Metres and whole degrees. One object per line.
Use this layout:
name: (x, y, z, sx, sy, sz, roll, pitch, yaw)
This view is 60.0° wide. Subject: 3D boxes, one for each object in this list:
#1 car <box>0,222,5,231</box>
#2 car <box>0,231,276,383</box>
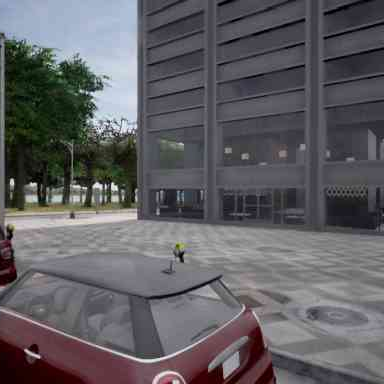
car: (-5.686, 1.313, 7.010, 5.009, 1.841, 2.192, 0, 0, 35)
car: (-1.257, 1.439, 3.855, 4.097, 1.590, 1.967, 0, 0, 35)
